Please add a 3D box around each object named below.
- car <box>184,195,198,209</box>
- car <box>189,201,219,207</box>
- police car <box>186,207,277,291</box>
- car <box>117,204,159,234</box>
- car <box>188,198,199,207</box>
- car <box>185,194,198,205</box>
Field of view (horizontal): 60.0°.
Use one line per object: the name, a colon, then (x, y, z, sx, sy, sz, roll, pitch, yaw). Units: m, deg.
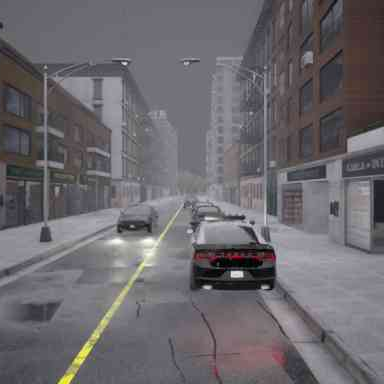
car: (-0.065, 1.329, 45.947, 2.097, 1.767, 4.553, 0, 0, 0)
car: (0.869, 1.501, 19.057, 1.837, 1.490, 4.892, 0, 0, 0)
police car: (0.886, 1.424, 9.168, 1.930, 1.638, 5.238, 0, 0, 0)
car: (-3.031, 1.474, 19.382, 1.882, 1.535, 5.008, 0, 0, 0)
car: (0.858, 1.471, 25.058, 1.882, 1.535, 5.008, 0, 0, 0)
car: (-0.100, 1.314, 59.535, 2.097, 1.767, 4.553, 0, 0, 0)
